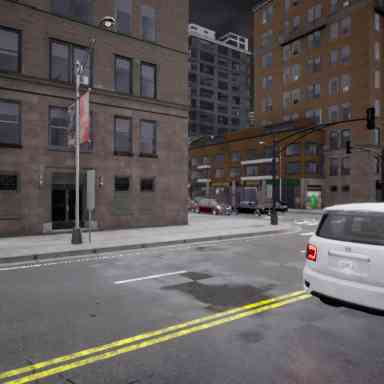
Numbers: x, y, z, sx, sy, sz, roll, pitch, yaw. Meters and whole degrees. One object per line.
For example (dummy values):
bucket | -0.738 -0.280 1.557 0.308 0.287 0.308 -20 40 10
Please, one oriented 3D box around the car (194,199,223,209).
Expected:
car | 2.270 1.593 45.943 1.802 1.307 4.206 0 0 -35

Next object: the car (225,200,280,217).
car | 5.677 1.594 31.627 1.895 1.301 4.718 0 0 -35

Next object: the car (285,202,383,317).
car | 4.603 1.223 6.732 5.566 2.045 2.150 0 0 -36

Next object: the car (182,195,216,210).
car | 0.834 1.353 43.568 2.097 1.767 4.553 0 0 -35

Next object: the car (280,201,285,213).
car | 8.637 1.580 36.945 1.947 1.339 4.313 0 0 -35

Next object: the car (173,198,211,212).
car | -0.062 1.481 39.739 2.128 1.511 4.902 0 0 -35

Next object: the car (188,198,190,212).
car | -1.097 1.421 36.809 1.967 1.590 4.097 0 0 -35

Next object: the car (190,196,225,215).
car | 2.086 1.422 32.311 1.967 1.590 4.097 0 0 -35
